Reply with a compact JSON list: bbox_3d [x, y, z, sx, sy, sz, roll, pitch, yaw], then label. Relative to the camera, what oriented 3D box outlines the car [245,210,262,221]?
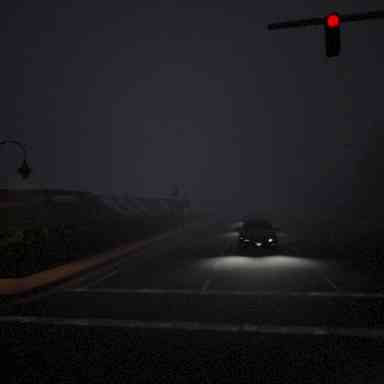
[{"bbox_3d":[8.911,3.377,48.305,2.128,1.511,4.902,-2,-3,10],"label":"car"}]

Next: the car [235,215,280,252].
[{"bbox_3d":[3.420,2.186,17.350,1.837,1.490,4.892,-2,-3,10],"label":"car"}]

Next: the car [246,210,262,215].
[{"bbox_3d":[5.750,2.678,30.699,1.882,1.535,5.008,-2,-3,10],"label":"car"}]
